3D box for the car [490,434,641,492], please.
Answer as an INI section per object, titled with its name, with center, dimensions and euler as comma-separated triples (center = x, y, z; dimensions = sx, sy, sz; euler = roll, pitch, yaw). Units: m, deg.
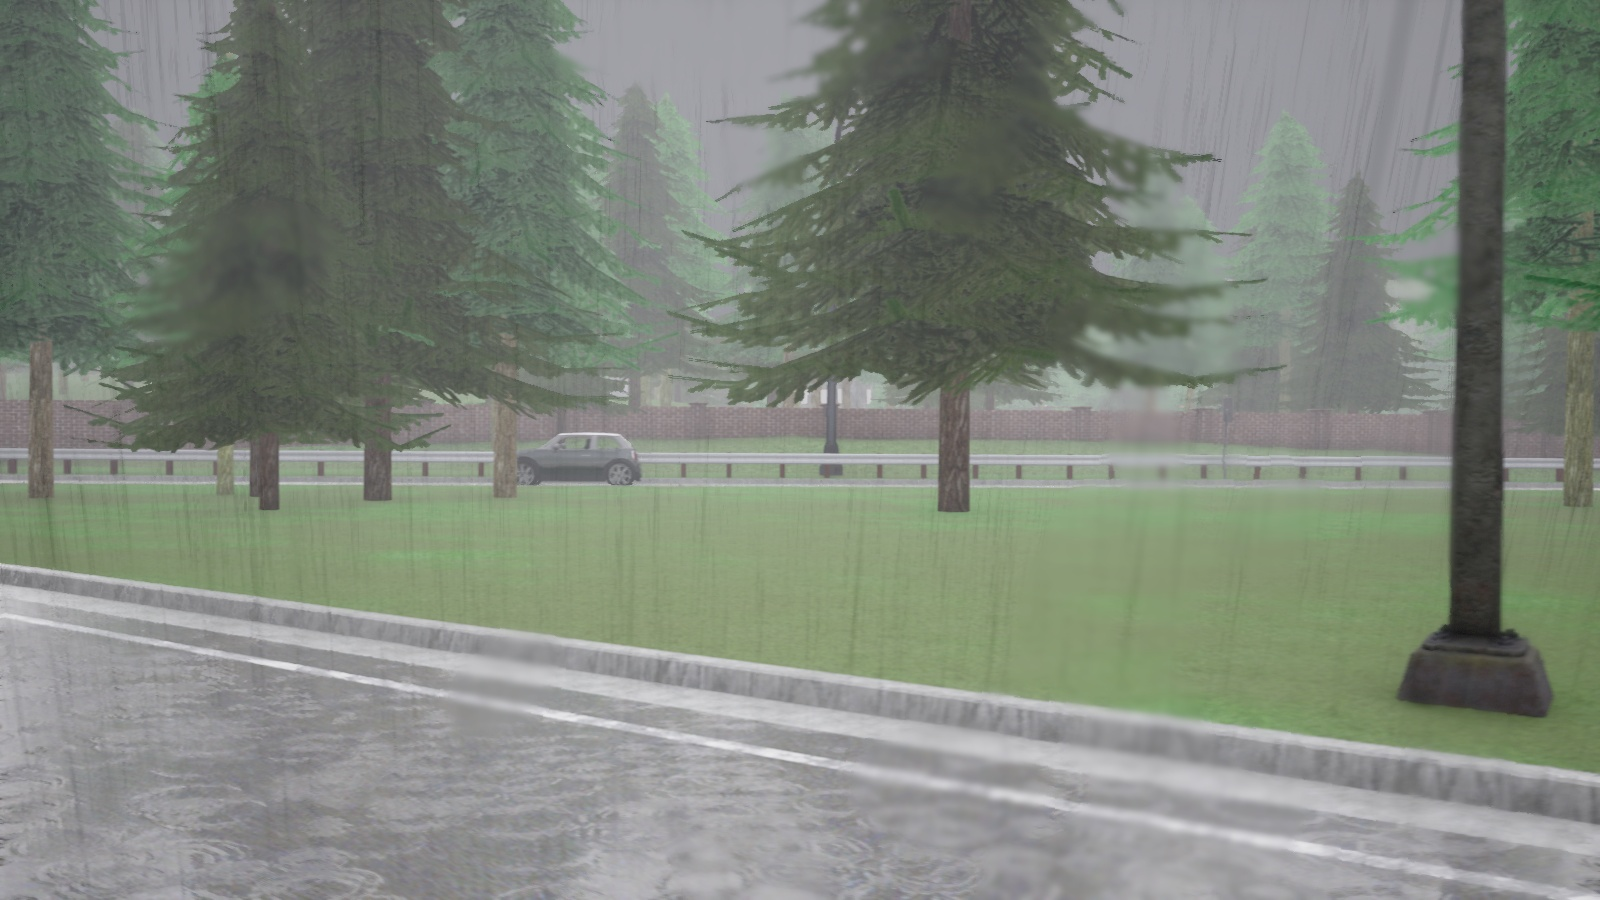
[car]
center = -6.252, 0.335, 33.861
dimensions = 3.806, 1.475, 1.970
euler = -1, 1, -5
